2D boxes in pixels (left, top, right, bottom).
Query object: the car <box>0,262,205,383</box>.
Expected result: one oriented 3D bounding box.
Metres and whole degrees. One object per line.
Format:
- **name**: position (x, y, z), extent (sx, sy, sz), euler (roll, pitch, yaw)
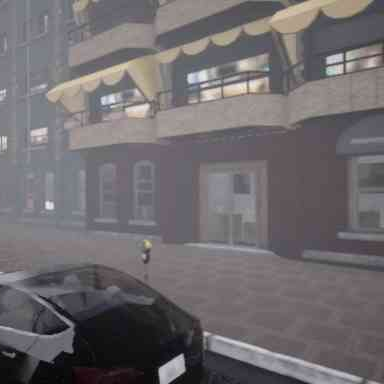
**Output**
- **car**: position (-1.862, 1.555, 4.058), extent (4.313, 1.339, 1.947), euler (0, -1, 35)
